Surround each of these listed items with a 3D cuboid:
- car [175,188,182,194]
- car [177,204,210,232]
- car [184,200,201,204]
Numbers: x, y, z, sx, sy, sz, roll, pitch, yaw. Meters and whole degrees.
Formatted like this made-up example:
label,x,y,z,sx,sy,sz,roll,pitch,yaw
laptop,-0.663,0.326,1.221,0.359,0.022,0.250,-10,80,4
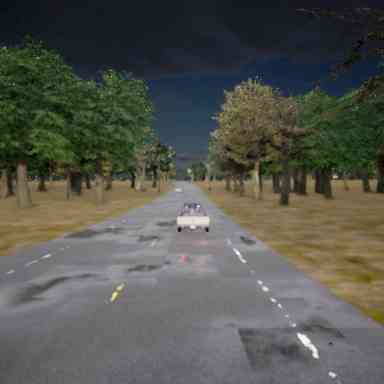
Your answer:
label,x,y,z,sx,sy,sz,roll,pitch,yaw
car,-3.625,-0.348,90.470,1.812,1.442,4.674,0,2,0
car,0.072,1.650,20.702,1.895,1.301,4.718,0,0,0
car,0.052,1.454,35.534,1.895,1.301,4.718,0,1,0
